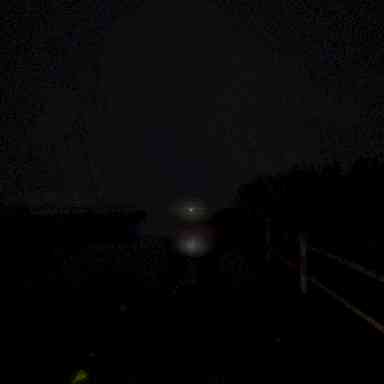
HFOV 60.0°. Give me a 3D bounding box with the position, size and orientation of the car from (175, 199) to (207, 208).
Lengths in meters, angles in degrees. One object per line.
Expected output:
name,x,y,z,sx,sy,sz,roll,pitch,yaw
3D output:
car,0.019,1.561,27.635,2.150,2.045,5.566,0,-1,0

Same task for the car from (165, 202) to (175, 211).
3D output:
car,-2.769,2.117,46.866,1.882,1.535,5.008,0,-1,1

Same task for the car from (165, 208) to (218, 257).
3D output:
car,0.025,1.638,13.536,2.128,1.511,4.902,0,-1,0
